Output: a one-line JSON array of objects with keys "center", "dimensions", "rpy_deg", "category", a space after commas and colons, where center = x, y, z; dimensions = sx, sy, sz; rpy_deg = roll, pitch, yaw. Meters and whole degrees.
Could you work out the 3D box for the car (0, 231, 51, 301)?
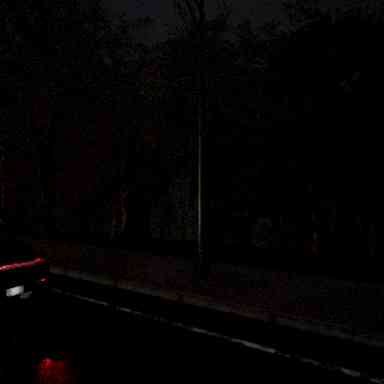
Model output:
[{"center": [-5.114, 1.579, 7.336], "dimensions": [4.902, 1.511, 2.128], "rpy_deg": [-1, 0, 35], "category": "car"}]
